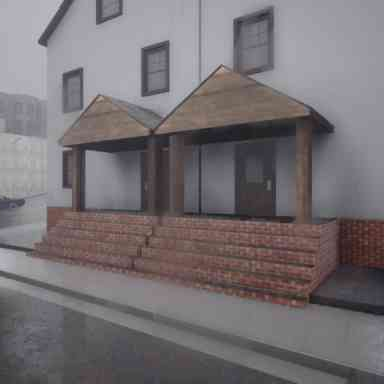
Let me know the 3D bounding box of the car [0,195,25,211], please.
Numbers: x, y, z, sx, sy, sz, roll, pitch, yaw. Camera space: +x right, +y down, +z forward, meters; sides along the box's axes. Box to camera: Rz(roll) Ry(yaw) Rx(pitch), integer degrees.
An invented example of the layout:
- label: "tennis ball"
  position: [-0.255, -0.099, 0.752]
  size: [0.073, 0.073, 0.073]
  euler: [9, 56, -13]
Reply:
- label: "car"
  position: [-15.508, 1.012, 25.414]
  size: [1.895, 1.301, 4.718]
  euler: [0, 6, 35]
